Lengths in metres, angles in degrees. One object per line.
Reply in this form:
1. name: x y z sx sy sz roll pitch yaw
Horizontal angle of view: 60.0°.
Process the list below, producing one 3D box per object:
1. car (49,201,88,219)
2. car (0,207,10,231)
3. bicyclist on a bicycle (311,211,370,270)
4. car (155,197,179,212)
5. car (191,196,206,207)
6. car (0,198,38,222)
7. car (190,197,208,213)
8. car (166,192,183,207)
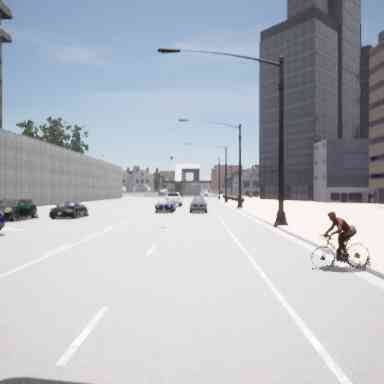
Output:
1. car: -10.086 1.463 27.416 1.994 1.385 4.181 0 0 1
2. car: -10.349 1.546 14.514 1.895 1.301 4.718 0 0 1
3. bicyclist on a bicycle: 4.126 1.356 9.327 1.656 1.620 0.582 -4 0 1
4. car: -2.781 1.472 35.808 1.895 1.301 4.718 0 0 1
5. car: 0.963 1.372 49.011 2.033 1.411 5.357 0 0 2
6. car: -13.636 1.258 25.190 2.097 1.767 4.553 0 0 1
7. car: 0.703 1.422 35.162 2.033 1.411 5.357 0 0 2
8. car: -2.557 1.050 48.058 2.150 2.045 5.566 0 0 1
